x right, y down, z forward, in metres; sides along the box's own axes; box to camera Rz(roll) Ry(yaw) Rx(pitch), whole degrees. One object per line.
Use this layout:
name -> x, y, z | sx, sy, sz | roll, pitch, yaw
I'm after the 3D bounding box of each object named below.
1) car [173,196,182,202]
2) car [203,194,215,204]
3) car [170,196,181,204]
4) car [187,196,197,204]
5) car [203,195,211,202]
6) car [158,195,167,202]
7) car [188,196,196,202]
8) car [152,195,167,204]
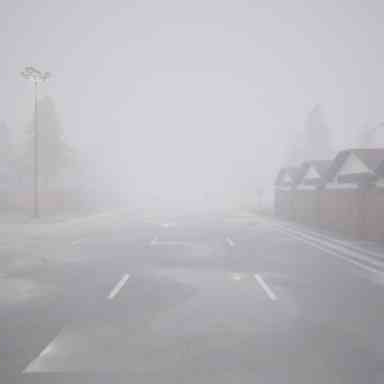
car -> -3.498, 1.626, 79.018 | 1.895, 1.301, 4.718 | 0, 0, 0
car -> 3.502, 1.375, 68.599 | 2.150, 2.045, 5.566 | 0, 0, 0
car -> -3.498, 1.651, 68.569 | 1.837, 1.490, 4.892 | 0, 0, 0
car -> 0.002, 1.664, 68.567 | 2.128, 1.511, 4.902 | 0, 0, 0
car -> 3.502, 1.555, 78.988 | 1.812, 1.442, 4.674 | 0, 0, 0
car -> -6.998, 1.555, 78.988 | 1.812, 1.442, 4.674 | 0, 0, 0
car -> 0.002, 1.584, 78.988 | 1.994, 1.385, 4.181 | 0, 0, 0
car -> -6.998, 1.505, 68.955 | 2.097, 1.767, 4.553 | 0, 0, 0
